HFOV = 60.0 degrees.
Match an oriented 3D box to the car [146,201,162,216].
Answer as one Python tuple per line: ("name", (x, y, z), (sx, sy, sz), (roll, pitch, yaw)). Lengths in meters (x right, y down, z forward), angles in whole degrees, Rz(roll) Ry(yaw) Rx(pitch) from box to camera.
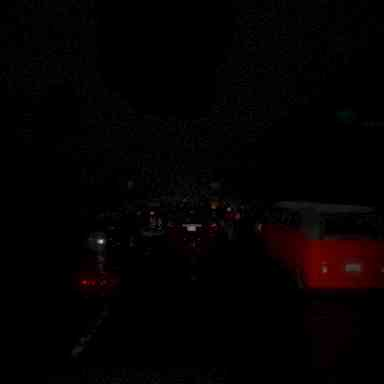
("car", (-3.253, 1.531, 29.325), (1.812, 1.442, 4.674), (0, 0, 0))

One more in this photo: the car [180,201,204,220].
("car", (-0.003, 1.570, 29.326), (1.994, 1.385, 4.181), (0, 0, 0))

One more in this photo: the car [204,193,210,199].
("car", (3.223, 1.352, 47.218), (2.185, 1.767, 4.553), (0, 0, 0))

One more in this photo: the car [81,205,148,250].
("car", (-3.251, 1.514, 14.297), (1.837, 1.490, 4.892), (0, 0, 0))

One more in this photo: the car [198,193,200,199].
("car", (3.198, 1.228, 75.029), (2.435, 2.045, 5.566), (0, 0, 0))

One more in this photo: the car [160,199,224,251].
("car", (-0.001, 1.364, 14.267), (2.097, 1.767, 4.553), (0, 0, 0))

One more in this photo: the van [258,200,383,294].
("van", (3.224, 1.250, 8.815), (1.878, 1.987, 4.442), (0, 0, 0))

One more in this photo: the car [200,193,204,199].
("car", (3.208, 1.480, 63.819), (2.231, 1.521, 4.892), (0, 0, 0))

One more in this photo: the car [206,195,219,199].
("car", (3.220, 1.475, 41.909), (1.946, 1.575, 5.366), (0, 0, 0))

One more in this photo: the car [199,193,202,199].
("car", (3.205, 1.480, 69.345), (2.231, 1.521, 4.892), (0, 0, 0))

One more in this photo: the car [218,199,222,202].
("car", (3.223, 1.517, 25.146), (2.002, 1.452, 4.674), (0, 0, 0))

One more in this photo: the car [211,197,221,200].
("car", (3.222, 1.478, 30.667), (2.231, 1.521, 4.892), (0, 0, 0))

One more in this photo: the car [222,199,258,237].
("car", (3.223, 1.351, 19.717), (2.185, 1.767, 4.553), (0, 0, 0))
